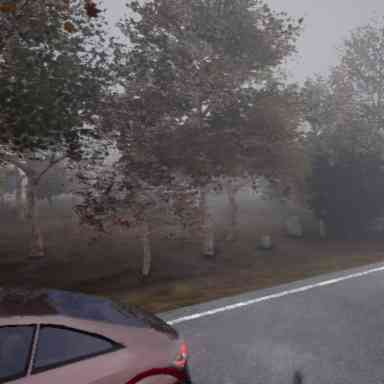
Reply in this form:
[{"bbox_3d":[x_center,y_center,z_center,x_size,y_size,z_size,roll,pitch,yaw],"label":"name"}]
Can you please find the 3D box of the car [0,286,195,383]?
[{"bbox_3d":[-2.015,1.566,2.544,4.181,1.385,1.994,0,0,-35],"label":"car"}]
